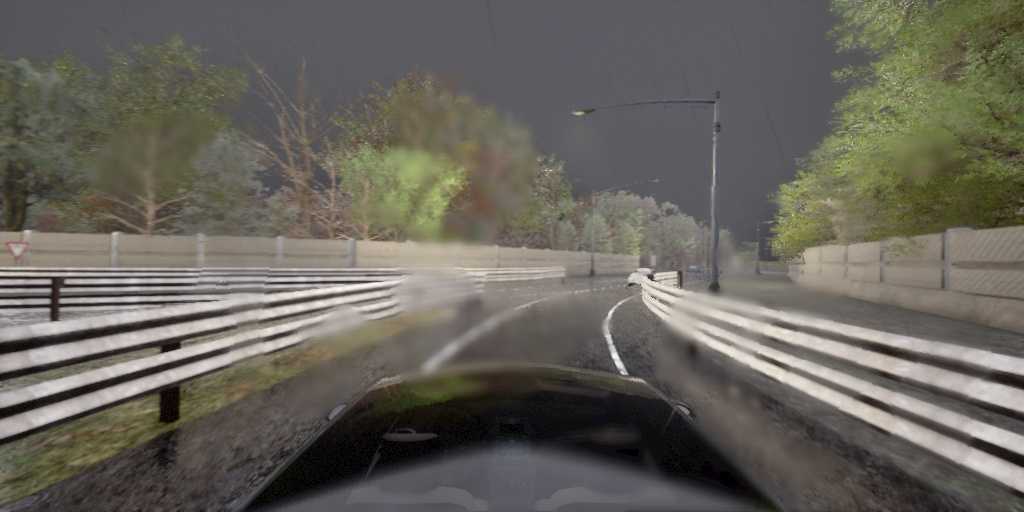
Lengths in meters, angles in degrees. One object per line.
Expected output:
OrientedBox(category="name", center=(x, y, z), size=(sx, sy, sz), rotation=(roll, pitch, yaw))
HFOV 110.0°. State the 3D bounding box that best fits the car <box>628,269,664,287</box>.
OrientedBox(category="car", center=(10.608, 1.731, 28.367), size=(1.812, 1.442, 4.674), rotation=(0, -1, 36))
